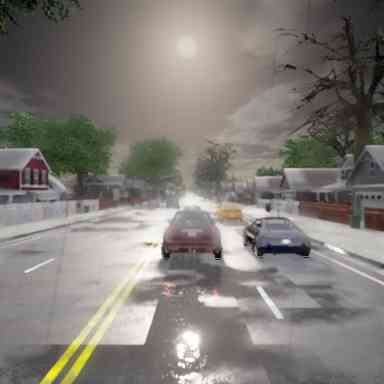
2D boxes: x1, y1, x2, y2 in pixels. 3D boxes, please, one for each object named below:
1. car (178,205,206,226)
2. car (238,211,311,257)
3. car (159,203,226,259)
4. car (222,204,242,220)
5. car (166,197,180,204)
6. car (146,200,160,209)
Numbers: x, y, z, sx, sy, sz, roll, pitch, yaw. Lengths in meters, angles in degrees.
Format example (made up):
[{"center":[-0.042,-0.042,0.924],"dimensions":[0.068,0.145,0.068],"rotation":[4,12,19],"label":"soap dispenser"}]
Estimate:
[{"center":[0.007,1.824,27.521],"dimensions":[2.033,1.411,5.357],"rotation":[0,-1,0],"label":"car"},{"center":[3.271,1.700,13.516],"dimensions":[1.994,1.385,4.181],"rotation":[0,0,0],"label":"car"},{"center":[0.020,1.485,13.415],"dimensions":[2.097,1.767,4.553],"rotation":[0,-1,0],"label":"car"},{"center":[3.276,1.771,29.250],"dimensions":[1.882,1.535,5.008],"rotation":[0,0,0],"label":"car"},{"center":[-3.262,1.799,57.522],"dimensions":[2.150,2.045,5.566],"rotation":[0,-1,0],"label":"car"},{"center":[-6.527,2.085,56.165],"dimensions":[1.812,1.442,4.674],"rotation":[0,-1,1],"label":"car"}]
